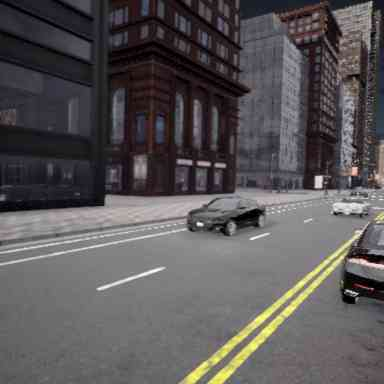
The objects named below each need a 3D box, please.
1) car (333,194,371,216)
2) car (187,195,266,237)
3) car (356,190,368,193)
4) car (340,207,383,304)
[{"bbox_3d":[11.256,1.006,23.317,1.895,1.301,4.718,3,3,34],"label":"car"},{"bbox_3d":[1.707,0.932,14.897,1.882,1.535,5.008,3,3,34],"label":"car"},{"bbox_3d":[24.816,0.017,49.175,1.994,1.385,4.181,3,3,34],"label":"car"},{"bbox_3d":[4.426,1.332,6.929,2.128,1.511,4.902,3,3,34],"label":"car"}]
